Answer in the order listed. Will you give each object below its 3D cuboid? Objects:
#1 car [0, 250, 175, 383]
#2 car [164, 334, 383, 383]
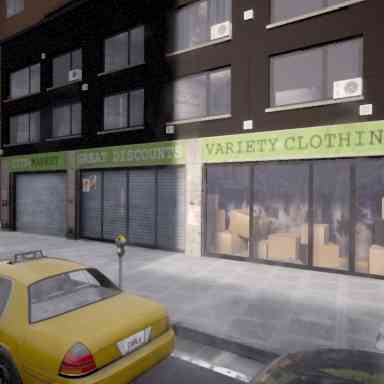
[{"bbox_3d":[-2.499,1.524,4.796,4.829,1.417,1.752,0,1,35],"label":"car"},{"bbox_3d":[2.239,1.551,1.527,4.403,1.369,2.008,0,1,35],"label":"car"}]
